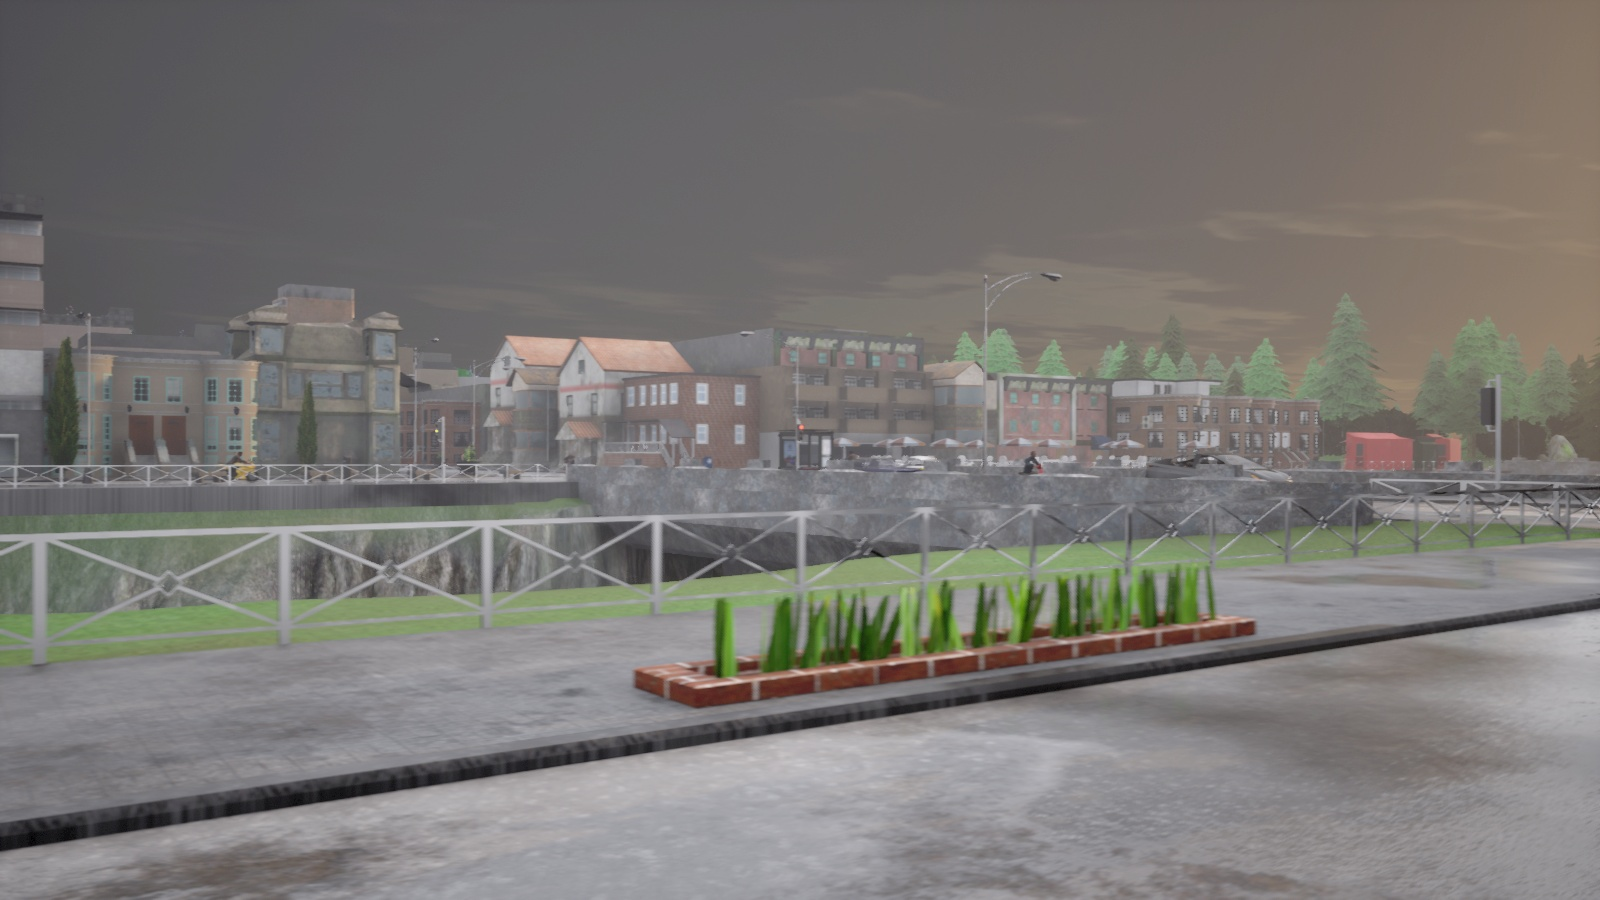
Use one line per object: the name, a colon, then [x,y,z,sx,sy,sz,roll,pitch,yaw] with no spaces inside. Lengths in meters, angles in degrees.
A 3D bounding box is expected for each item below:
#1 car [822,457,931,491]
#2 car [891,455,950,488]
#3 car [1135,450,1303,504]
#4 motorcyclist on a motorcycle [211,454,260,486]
car: [3.071,0.965,51.375,1.895,1.301,4.718,0,0,-35]
car: [5.278,0.924,55.205,1.481,1.376,2.207,0,0,-35]
car: [12.541,0.758,37.850,2.007,1.525,4.514,0,0,-34]
motorcyclist on a motorcycle: [-27.197,0.933,60.539,2.044,1.523,0.797,0,0,-35]
